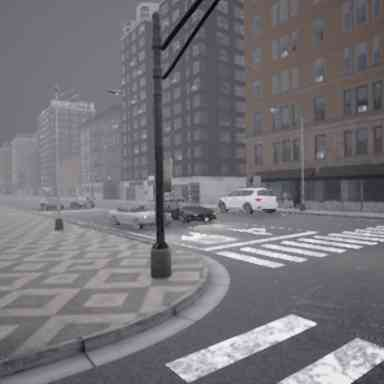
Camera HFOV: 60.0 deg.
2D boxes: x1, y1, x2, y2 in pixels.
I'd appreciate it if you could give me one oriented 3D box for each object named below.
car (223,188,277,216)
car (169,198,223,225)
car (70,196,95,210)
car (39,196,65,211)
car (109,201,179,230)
[{"bbox_3d":[4.286,0.760,26.458,2.150,2.045,5.566,2,-1,-29],"label":"car"},{"bbox_3d":[-0.696,1.198,21.273,2.033,1.411,5.357,-2,1,-35],"label":"car"},{"bbox_3d":[-12.644,1.216,38.168,1.812,1.442,4.674,-2,1,-35],"label":"car"},{"bbox_3d":[-15.361,1.270,36.385,1.837,1.490,4.892,-2,1,-35],"label":"car"},{"bbox_3d":[-2.992,1.325,18.895,1.895,1.301,4.718,-2,1,-35],"label":"car"}]
